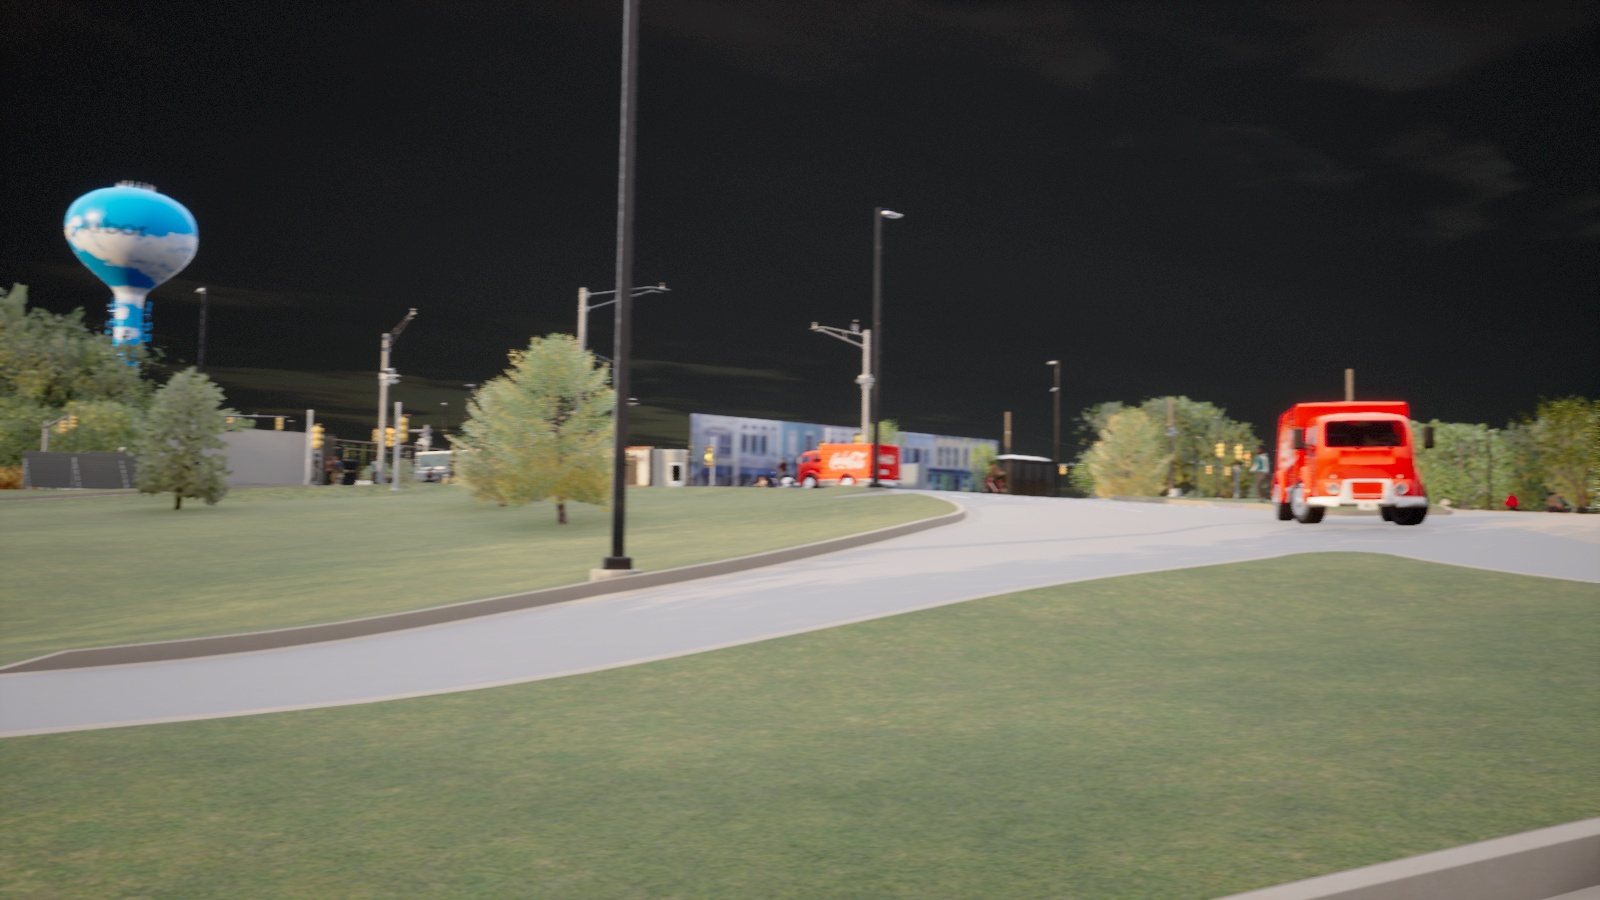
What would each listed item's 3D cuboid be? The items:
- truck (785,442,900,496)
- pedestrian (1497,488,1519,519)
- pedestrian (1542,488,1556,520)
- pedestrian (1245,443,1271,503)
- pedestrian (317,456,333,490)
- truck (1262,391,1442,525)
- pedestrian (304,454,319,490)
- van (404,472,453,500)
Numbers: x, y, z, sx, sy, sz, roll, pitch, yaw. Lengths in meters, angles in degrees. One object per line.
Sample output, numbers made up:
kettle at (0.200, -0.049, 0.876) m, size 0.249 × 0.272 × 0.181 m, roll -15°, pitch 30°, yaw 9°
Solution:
truck at (2.051, 0.990, 61.599) m, size 5.204 × 2.467 × 2.627 m, roll -2°, pitch -4°, yaw 44°
pedestrian at (42.388, 3.215, 75.194) m, size 0.634 × 1.844 × 0.899 m, roll 2°, pitch -4°, yaw -19°
pedestrian at (42.670, 3.069, 71.536) m, size 0.869 × 1.805 × 0.328 m, roll 3°, pitch -4°, yaw -35°
pedestrian at (14.945, 0.749, 41.016) m, size 0.692 × 1.930 × 0.396 m, roll 2°, pitch -4°, yaw -22°
pedestrian at (-26.308, 1.278, 69.593) m, size 0.328 × 1.805 × 0.869 m, roll 0°, pitch -4°, yaw 17°
truck at (11.230, 0.240, 26.035) m, size 2.627 × 2.467 × 5.204 m, roll -1°, pitch -2°, yaw 15°
pedestrian at (-26.486, 1.181, 68.093) m, size 0.666 × 1.930 × 0.402 m, roll 2°, pitch -4°, yaw -20°
van at (-27.641, 2.682, 93.419) m, size 1.775 × 1.987 × 4.442 m, roll 4°, pitch -4°, yaw -41°
